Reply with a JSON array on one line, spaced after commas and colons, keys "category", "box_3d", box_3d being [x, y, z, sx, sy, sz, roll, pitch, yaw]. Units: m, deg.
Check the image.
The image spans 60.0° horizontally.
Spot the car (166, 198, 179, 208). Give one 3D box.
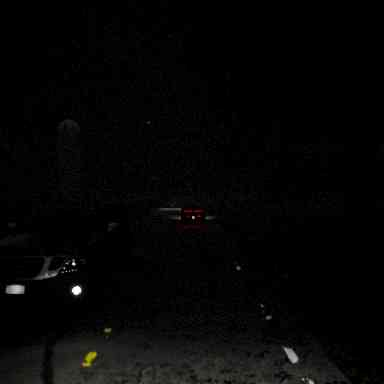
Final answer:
[{"category": "car", "box_3d": [-2.832, 1.599, 49.503, 1.812, 1.442, 4.674, 0, 0, 0]}]

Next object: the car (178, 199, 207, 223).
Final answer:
[{"category": "car", "box_3d": [0.103, 1.525, 25.670, 1.837, 1.490, 4.892, 0, 0, 0]}]

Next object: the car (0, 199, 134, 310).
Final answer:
[{"category": "car", "box_3d": [-2.850, 1.224, 8.138, 2.150, 2.045, 5.566, 0, 0, 0]}]

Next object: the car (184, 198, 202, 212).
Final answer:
[{"category": "car", "box_3d": [0.096, 1.544, 40.881, 2.128, 1.511, 4.902, 0, 0, 0]}]
